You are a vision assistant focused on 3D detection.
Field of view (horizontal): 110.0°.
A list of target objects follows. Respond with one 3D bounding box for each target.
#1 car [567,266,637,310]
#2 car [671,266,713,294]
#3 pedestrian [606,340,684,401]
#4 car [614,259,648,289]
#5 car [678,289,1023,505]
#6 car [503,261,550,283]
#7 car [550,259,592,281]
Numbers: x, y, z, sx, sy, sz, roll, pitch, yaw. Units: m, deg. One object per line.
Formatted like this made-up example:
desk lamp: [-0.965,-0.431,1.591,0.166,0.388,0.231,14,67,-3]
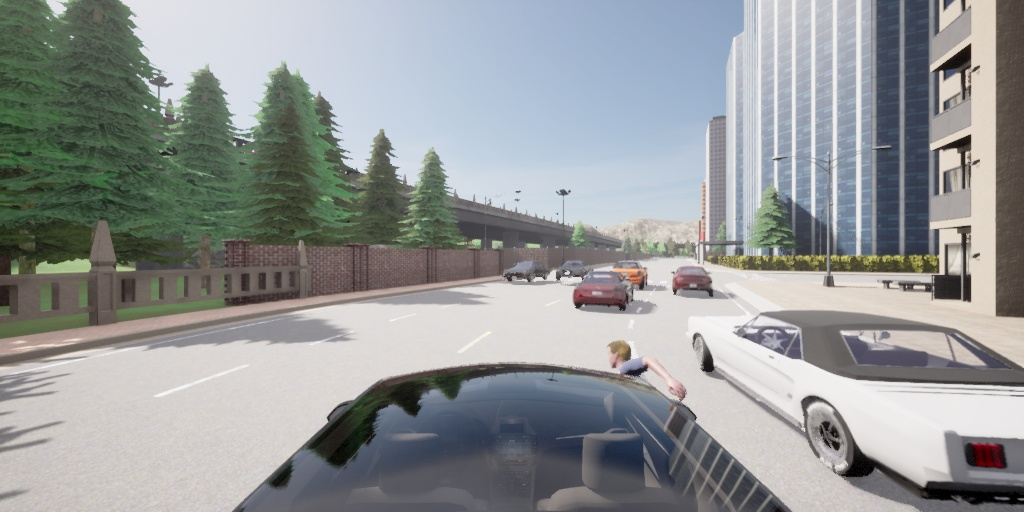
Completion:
car: [3.841,1.298,14.725,1.994,1.385,4.181,0,0,23]
car: [9.653,1.253,19.313,1.812,1.442,4.674,0,0,24]
pedestrian: [1.246,1.395,2.822,0.375,0.375,1.860,22,21,-40]
car: [7.560,1.076,23.165,2.097,1.767,4.553,0,0,24]
car: [3.963,1.345,4.571,1.895,1.301,4.718,0,0,6]
car: [1.271,1.070,26.530,2.033,1.411,5.357,0,0,25]
car: [4.439,0.931,25.042,1.994,1.385,4.181,0,0,25]
